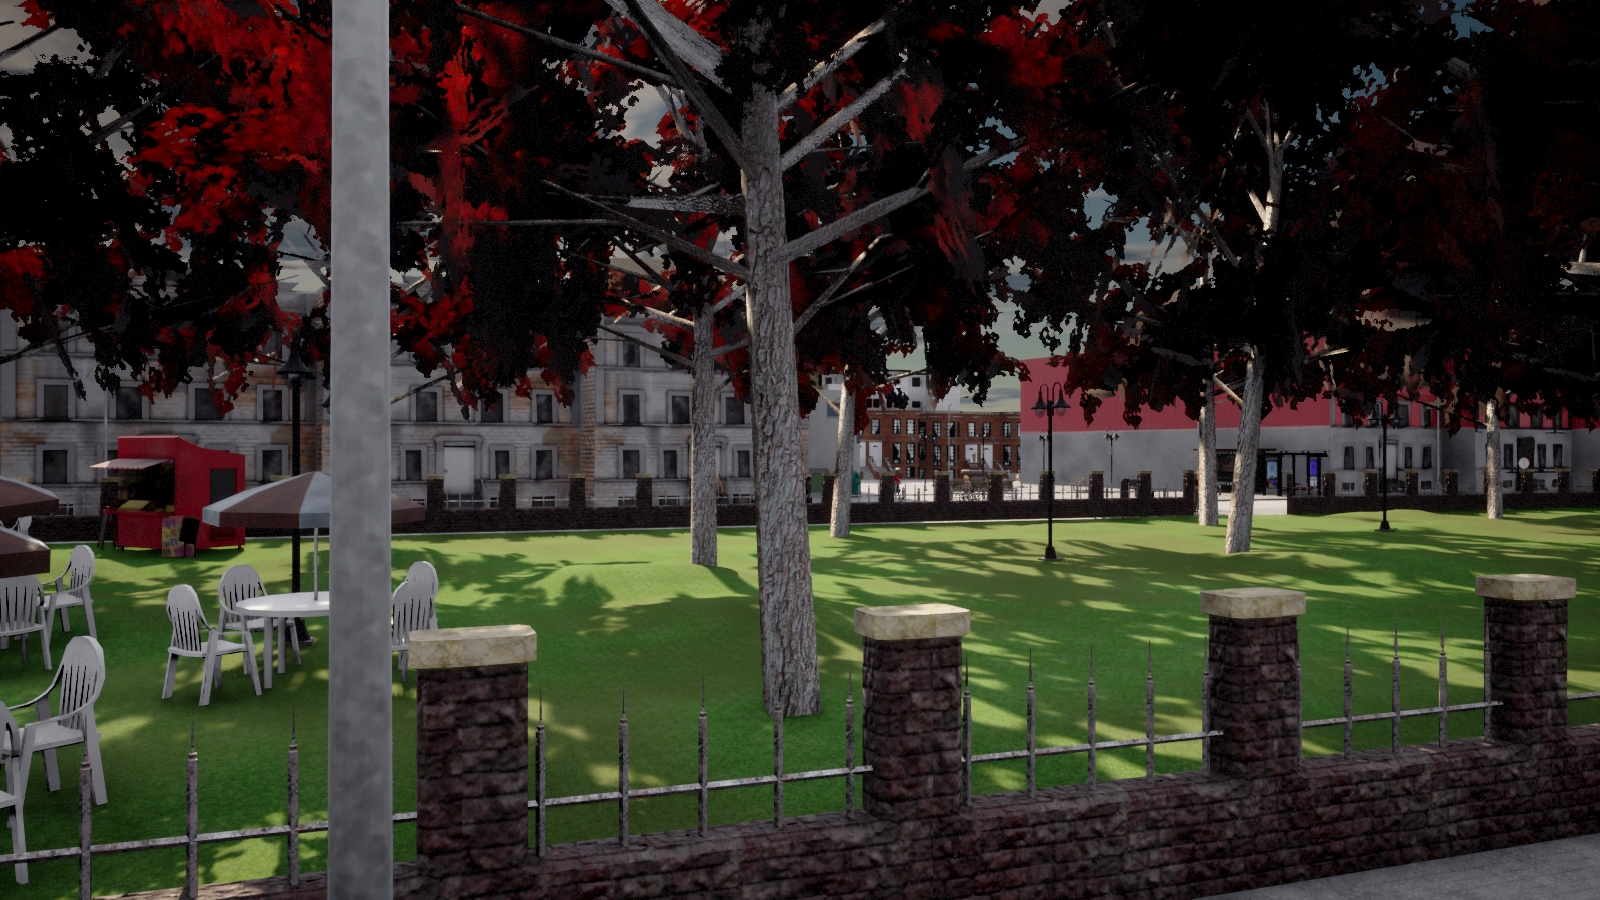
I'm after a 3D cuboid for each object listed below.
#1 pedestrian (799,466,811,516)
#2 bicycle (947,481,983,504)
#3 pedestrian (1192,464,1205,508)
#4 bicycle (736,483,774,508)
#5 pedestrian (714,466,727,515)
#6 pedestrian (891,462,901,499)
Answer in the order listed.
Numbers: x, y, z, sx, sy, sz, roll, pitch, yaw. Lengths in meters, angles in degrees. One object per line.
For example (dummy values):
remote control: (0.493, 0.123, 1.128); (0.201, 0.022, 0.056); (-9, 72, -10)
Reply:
pedestrian: (0.188, 1.531, 42.819); (0.375, 1.860, 0.375); (0, 0, -13)
bicycle: (7.913, 2.047, 54.913); (1.487, 1.080, 0.859); (0, 0, -20)
pedestrian: (17.028, 1.538, 48.778); (0.375, 1.860, 0.375); (0, 0, -21)
bicycle: (-2.017, 2.042, 51.278); (1.487, 1.080, 0.859); (0, 0, -20)
pedestrian: (-3.015, 1.528, 43.213); (0.375, 1.860, 0.375); (0, 0, -31)
pedestrian: (4.829, 1.525, 57.540); (0.375, 1.860, 0.375); (0, 0, -28)
